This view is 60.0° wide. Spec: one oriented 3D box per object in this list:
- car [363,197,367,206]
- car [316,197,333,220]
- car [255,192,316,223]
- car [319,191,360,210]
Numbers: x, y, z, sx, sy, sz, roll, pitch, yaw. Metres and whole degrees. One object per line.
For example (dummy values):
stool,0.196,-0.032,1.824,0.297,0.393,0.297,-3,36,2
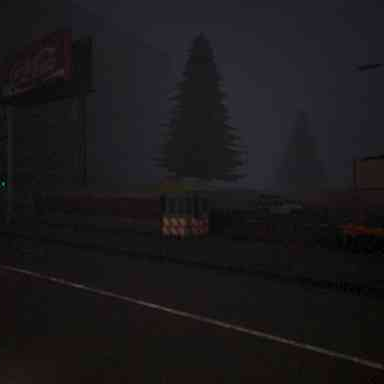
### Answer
car,23.866,1.279,49.742,3.988,1.617,1.851,0,0,35
car,8.401,1.333,25.986,4.193,1.474,1.816,0,0,35
car,6.464,1.143,23.926,3.866,1.878,1.905,0,0,35
car,20.745,1.110,46.462,4.605,1.855,1.932,0,0,35
